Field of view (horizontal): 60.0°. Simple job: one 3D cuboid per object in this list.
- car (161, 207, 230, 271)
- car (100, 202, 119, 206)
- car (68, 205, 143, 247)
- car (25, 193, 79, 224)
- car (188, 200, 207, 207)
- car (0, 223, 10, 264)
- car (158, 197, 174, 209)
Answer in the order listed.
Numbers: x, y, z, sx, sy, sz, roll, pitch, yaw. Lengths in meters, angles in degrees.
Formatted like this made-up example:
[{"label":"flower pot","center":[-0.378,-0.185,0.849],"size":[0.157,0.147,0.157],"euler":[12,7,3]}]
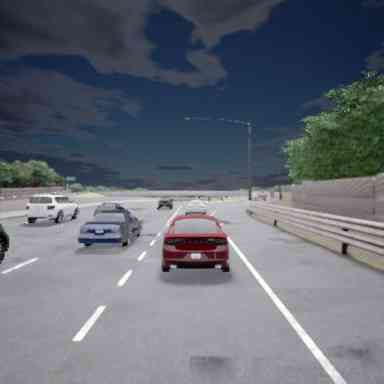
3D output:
[{"label":"car","center":[0.101,1.479,10.943],"size":[1.882,1.535,5.008],"euler":[0,0,0]},{"label":"car","center":[-6.897,1.568,28.137],"size":[1.994,1.385,4.181],"euler":[0,0,0]},{"label":"car","center":[-3.498,1.550,15.080],"size":[2.033,1.411,5.357],"euler":[0,0,0]},{"label":"car","center":[-10.397,1.226,25.112],"size":[2.150,2.045,5.566],"euler":[0,0,0]},{"label":"car","center":[0.533,1.524,33.054],"size":[1.812,1.442,4.674],"euler":[0,0,5]},{"label":"car","center":[-6.899,1.223,8.243],"size":[2.150,2.045,5.566],"euler":[0,0,0]},{"label":"car","center":[-3.495,1.513,44.987],"size":[1.837,1.490,4.892],"euler":[0,0,0]}]
